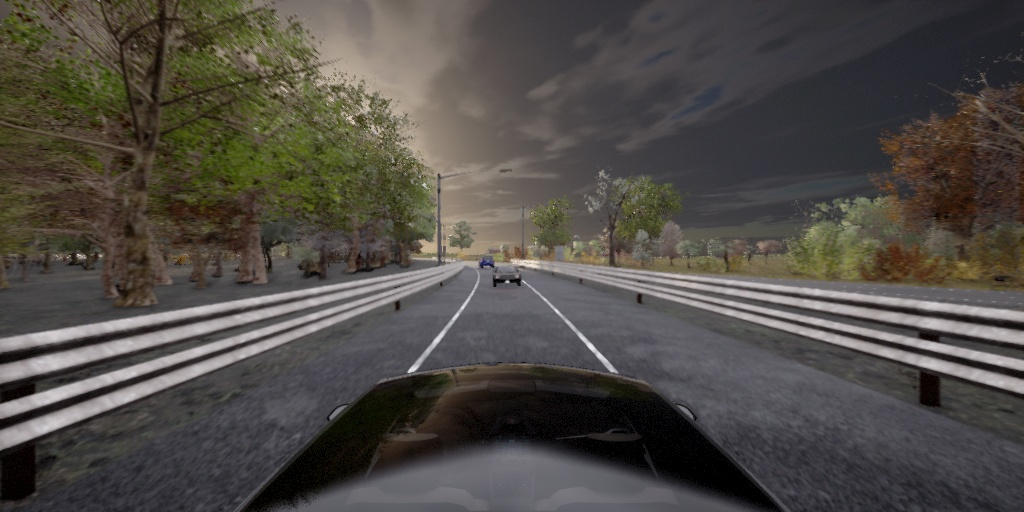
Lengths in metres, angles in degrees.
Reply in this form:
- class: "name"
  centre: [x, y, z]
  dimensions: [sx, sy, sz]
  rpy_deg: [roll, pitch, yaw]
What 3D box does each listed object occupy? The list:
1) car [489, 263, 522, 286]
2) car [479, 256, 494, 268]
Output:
- class: "car"
  centre: [-0.456, 1.349, 25.136]
  dimensions: [1.895, 1.301, 4.718]
  rpy_deg: [0, 0, -4]
- class: "car"
  centre: [-4.195, 0.945, 58.815]
  dimensions: [2.150, 2.045, 5.566]
  rpy_deg: [0, 0, -9]
